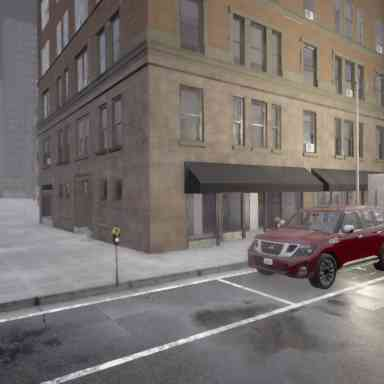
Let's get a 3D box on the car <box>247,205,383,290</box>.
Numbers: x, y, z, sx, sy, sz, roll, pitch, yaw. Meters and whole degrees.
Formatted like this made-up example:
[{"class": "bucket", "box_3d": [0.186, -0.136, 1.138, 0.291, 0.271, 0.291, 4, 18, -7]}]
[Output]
[{"class": "car", "box_3d": [3.829, 1.312, 9.286, 5.009, 1.841, 2.192, 0, -1, -36]}]
